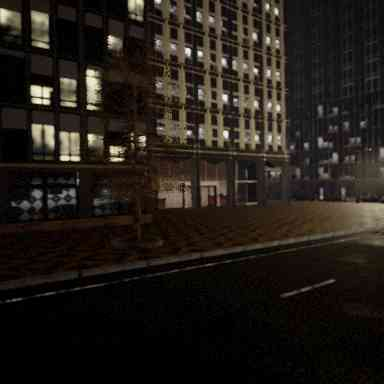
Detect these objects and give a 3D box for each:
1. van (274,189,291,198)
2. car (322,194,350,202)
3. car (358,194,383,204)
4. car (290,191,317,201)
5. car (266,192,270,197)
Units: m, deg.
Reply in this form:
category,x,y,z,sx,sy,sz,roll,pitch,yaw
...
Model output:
category,x,y,z,sx,sy,sz,roll,pitch,yaw
van,19.161,0.345,70.213,1.690,1.788,3.998,-1,1,-35
car,22.150,0.941,51.409,1.802,1.307,4.206,-1,1,-35
car,25.437,0.969,46.770,1.947,1.339,4.313,-1,1,-35
car,18.898,0.879,56.070,1.947,1.339,4.313,-1,1,-35
car,15.864,0.540,74.845,1.802,1.307,4.206,-1,1,-35
